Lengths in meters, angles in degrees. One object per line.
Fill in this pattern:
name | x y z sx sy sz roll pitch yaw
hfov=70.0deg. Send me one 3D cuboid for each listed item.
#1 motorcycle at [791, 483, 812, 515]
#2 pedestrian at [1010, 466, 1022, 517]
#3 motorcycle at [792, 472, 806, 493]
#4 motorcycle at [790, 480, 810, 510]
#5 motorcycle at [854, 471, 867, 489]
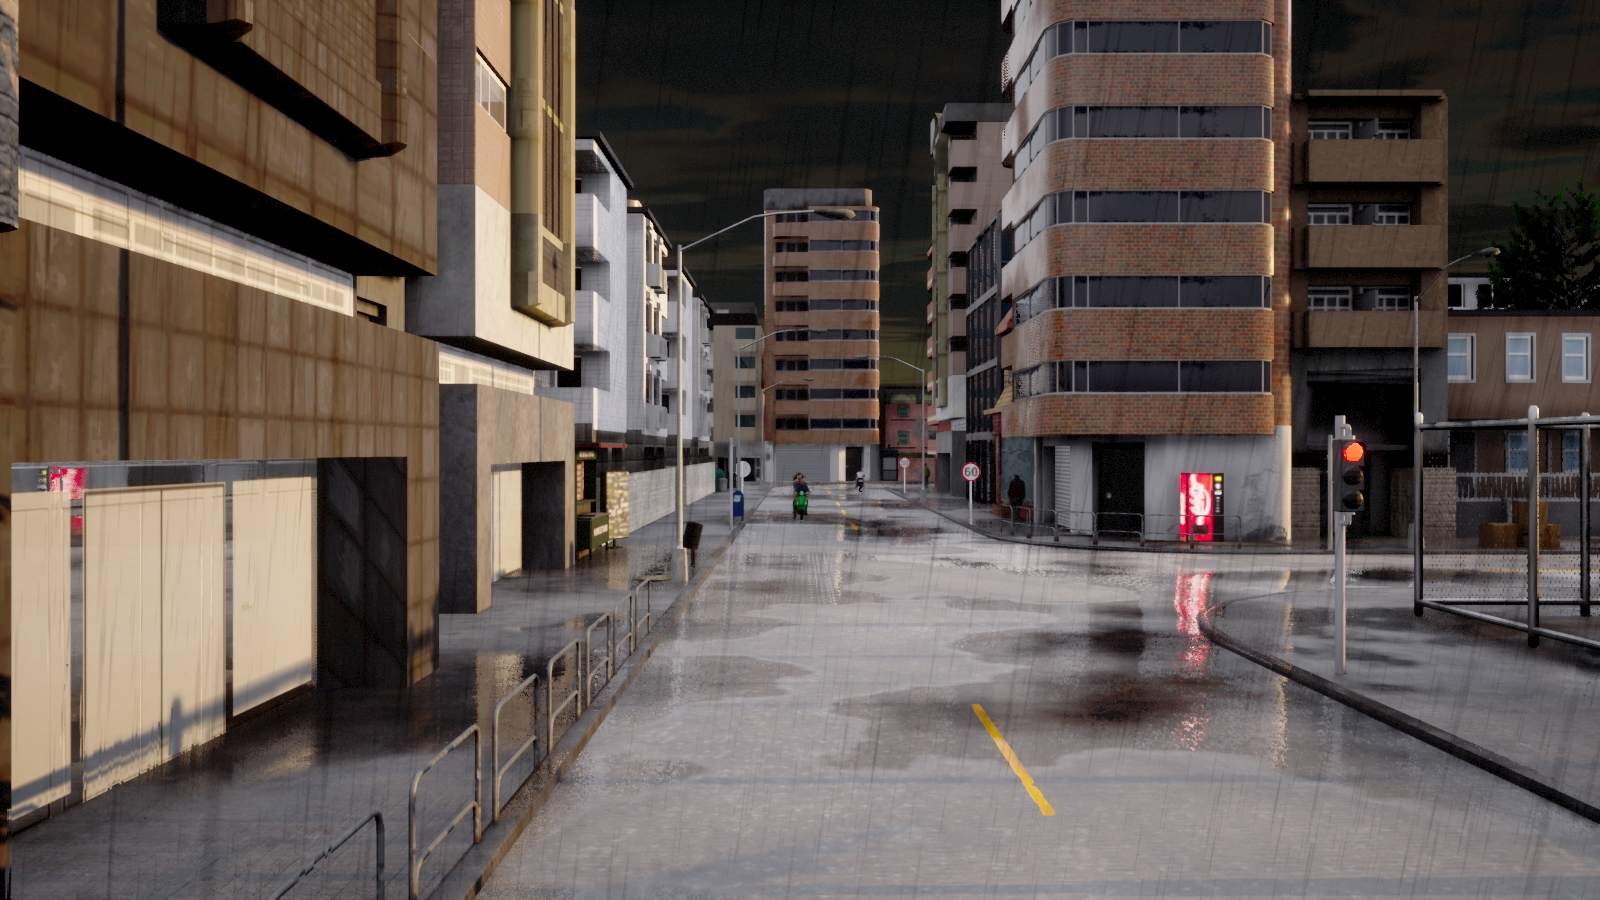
motorcycle | 0.063 1.970 46.521 0.856 1.236 1.805 0 0 0
pedestrian | 7.946 1.523 42.080 0.375 1.860 0.375 0 0 4
motorcycle | -0.058 1.997 70.610 0.867 1.251 2.209 0 0 -1
motorcycle | 0.019 1.970 50.389 0.856 1.236 1.805 0 0 0
motorcycle | 4.045 2.005 76.776 0.803 1.145 2.033 0 0 0
